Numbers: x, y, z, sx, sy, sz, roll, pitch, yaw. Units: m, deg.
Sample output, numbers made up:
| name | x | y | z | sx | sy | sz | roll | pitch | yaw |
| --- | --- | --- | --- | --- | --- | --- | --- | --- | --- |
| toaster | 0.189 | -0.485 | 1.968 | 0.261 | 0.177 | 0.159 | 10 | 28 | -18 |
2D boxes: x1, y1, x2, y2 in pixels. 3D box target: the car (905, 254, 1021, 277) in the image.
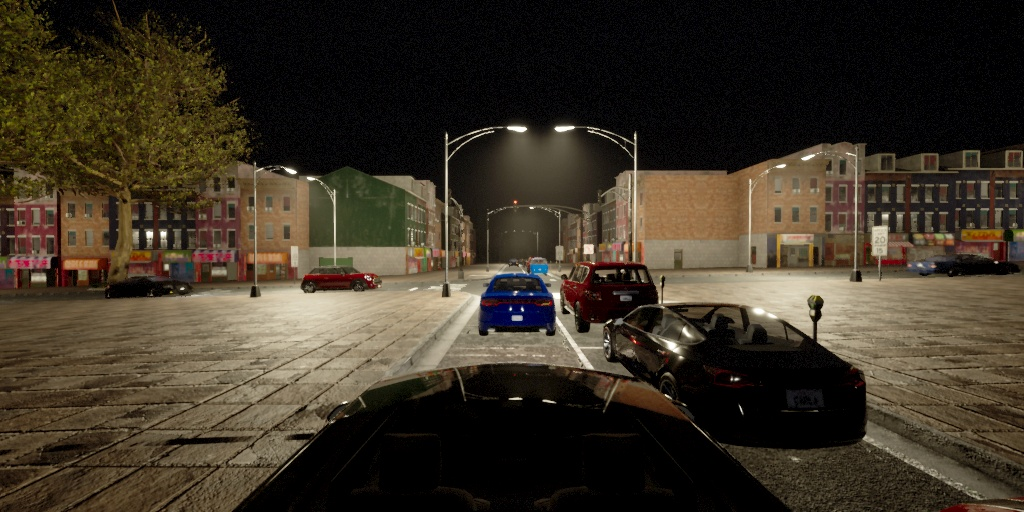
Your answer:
| name | x | y | z | sx | sy | sz | roll | pitch | yaw |
| --- | --- | --- | --- | --- | --- | --- | --- | --- | --- |
| car | 27.959 | 0.597 | 22.370 | 5.357 | 1.411 | 2.033 | -1 | 1 | 0 |

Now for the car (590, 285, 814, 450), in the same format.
| name | x | y | z | sx | sy | sz | roll | pitch | yaw |
| --- | --- | --- | --- | --- | --- | --- | --- | --- | --- |
| car | 2.646 | 1.315 | 5.293 | 1.948 | 1.339 | 4.313 | 0 | 0 | 0 |

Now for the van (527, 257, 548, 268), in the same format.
| name | x | y | z | sx | sy | sz | roll | pitch | yaw |
| --- | --- | --- | --- | --- | --- | --- | --- | --- | --- |
| van | 2.760 | 1.104 | 37.056 | 1.690 | 1.789 | 3.998 | 0 | 0 | 0 |

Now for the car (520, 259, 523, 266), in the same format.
| name | x | y | z | sx | sy | sz | roll | pitch | yaw |
| --- | --- | --- | --- | --- | --- | --- | --- | --- | --- |
| car | 2.856 | 1.356 | 64.087 | 2.007 | 1.370 | 4.403 | 0 | 0 | 0 |

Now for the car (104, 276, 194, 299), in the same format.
| name | x | y | z | sx | sy | sz | roll | pitch | yaw |
| --- | --- | --- | --- | --- | --- | --- | --- | --- | --- |
| car | -22.696 | 1.936 | 22.514 | 4.181 | 1.385 | 1.994 | -2 | 1 | 0 |

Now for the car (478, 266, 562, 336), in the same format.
| name | x | y | z | sx | sy | sz | roll | pitch | yaw |
| --- | --- | --- | --- | --- | --- | --- | --- | --- | --- |
| car | 0.144 | 1.227 | 10.419 | 1.882 | 1.535 | 5.008 | 0 | 0 | 1 |

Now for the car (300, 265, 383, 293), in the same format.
| name | x | y | z | sx | sy | sz | roll | pitch | yaw |
| --- | --- | --- | --- | --- | --- | --- | --- | --- | --- |
| car | -10.576 | 1.369 | 22.472 | 4.553 | 1.767 | 2.097 | -2 | 1 | 0 |

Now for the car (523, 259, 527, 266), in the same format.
| name | x | y | z | sx | sy | sz | roll | pitch | yaw |
| --- | --- | --- | --- | --- | --- | --- | --- | --- | --- |
| car | 2.779 | 1.084 | 42.462 | 2.192 | 1.841 | 5.009 | 0 | 0 | 0 |

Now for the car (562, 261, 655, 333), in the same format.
| name | x | y | z | sx | sy | sz | roll | pitch | yaw |
| --- | --- | --- | --- | --- | --- | --- | --- | --- | --- |
| car | 2.666 | 1.064 | 10.695 | 2.192 | 1.841 | 5.009 | 0 | 0 | 0 |
